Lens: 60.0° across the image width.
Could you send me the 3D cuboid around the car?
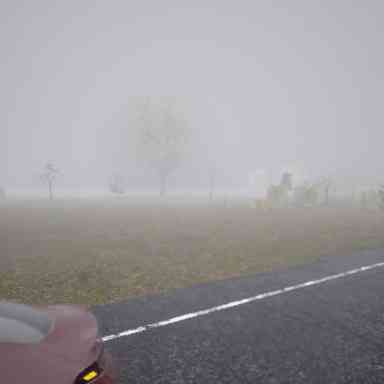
[{"bbox_3d":[-2.800,1.532,1.996,4.674,1.442,1.812,0,0,-35],"label":"car"}]
